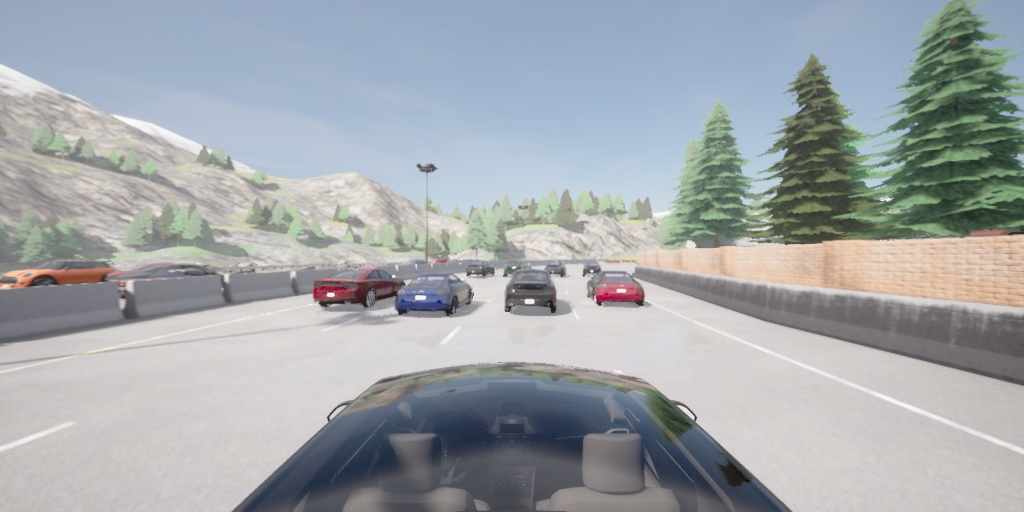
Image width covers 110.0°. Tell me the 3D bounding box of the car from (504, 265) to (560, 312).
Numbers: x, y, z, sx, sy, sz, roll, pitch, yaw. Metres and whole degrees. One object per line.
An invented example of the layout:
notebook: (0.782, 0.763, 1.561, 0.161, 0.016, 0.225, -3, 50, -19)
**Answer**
car: (0.798, 1.261, 14.252, 1.837, 1.490, 4.892, 0, 0, 5)

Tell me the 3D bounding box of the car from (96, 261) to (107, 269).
car: (-23.006, 1.173, 23.396, 1.882, 1.535, 5.008, 0, 0, 8)

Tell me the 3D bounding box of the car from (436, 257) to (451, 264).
car: (-10.071, 1.288, 60.550, 2.033, 1.411, 5.357, 0, 0, 21)

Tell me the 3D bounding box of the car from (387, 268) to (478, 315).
car: (-2.770, 1.310, 13.548, 1.994, 1.385, 4.181, 0, 0, 5)

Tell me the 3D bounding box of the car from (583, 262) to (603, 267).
car: (8.337, 1.308, 37.121, 1.812, 1.442, 4.674, 0, 0, 14)

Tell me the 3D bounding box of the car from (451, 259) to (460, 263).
car: (-7.328, 1.252, 57.832, 1.837, 1.490, 4.892, 0, 0, 21)

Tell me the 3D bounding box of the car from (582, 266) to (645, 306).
car: (4.489, 1.330, 16.051, 1.994, 1.385, 4.181, 0, 0, 6)

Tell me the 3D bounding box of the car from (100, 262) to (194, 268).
car: (-19.813, 1.207, 20.716, 1.837, 1.490, 4.892, 0, 0, 7)

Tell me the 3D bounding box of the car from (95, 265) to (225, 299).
car: (-16.661, 1.311, 17.684, 1.895, 1.301, 4.718, 0, 0, 6)

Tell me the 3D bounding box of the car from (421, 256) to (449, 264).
car: (-12.900, 0.956, 62.916, 2.150, 2.045, 5.566, 0, 0, 21)

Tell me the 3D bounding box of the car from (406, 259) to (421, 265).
car: (-16.812, 1.249, 62.382, 1.812, 1.442, 4.674, 0, 0, 21)

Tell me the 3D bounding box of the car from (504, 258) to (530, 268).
car: (0.640, 1.114, 35.070, 2.097, 1.767, 4.553, 0, 0, 12)

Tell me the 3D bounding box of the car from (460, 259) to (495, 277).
car: (-2.984, 1.243, 34.920, 2.128, 1.511, 4.902, 0, 0, 13)

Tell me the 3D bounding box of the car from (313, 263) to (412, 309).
car: (-6.150, 1.215, 15.075, 1.882, 1.535, 5.008, 0, 0, 5)

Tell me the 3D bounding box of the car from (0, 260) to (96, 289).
car: (-26.761, 1.036, 21.390, 2.097, 1.767, 4.553, 0, 0, 7)

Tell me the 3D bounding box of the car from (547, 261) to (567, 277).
car: (4.374, 1.263, 35.677, 2.128, 1.511, 4.902, 0, 0, 14)
